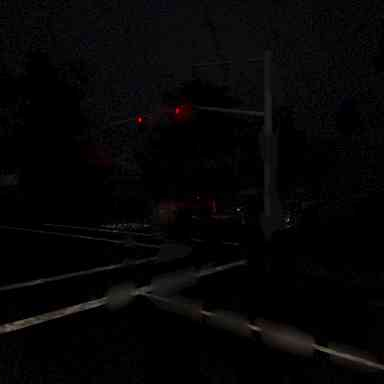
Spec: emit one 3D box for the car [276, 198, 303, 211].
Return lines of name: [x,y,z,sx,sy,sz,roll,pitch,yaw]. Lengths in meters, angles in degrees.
car: [12.245,1.526,41.512,1.812,1.442,4.674,0,0,41]

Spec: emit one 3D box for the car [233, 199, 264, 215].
car: [6.154,1.492,34.487,2.128,1.511,4.902,0,0,41]

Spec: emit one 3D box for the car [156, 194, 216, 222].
car: [-0.349,1.221,26.995,2.150,2.045,5.566,0,0,41]

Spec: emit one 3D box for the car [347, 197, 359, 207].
car: [25.254,1.491,50.881,2.128,1.511,4.902,0,0,41]

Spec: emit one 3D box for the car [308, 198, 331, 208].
car: [18.870,1.601,49.126,1.895,1.301,4.718,0,0,41]
